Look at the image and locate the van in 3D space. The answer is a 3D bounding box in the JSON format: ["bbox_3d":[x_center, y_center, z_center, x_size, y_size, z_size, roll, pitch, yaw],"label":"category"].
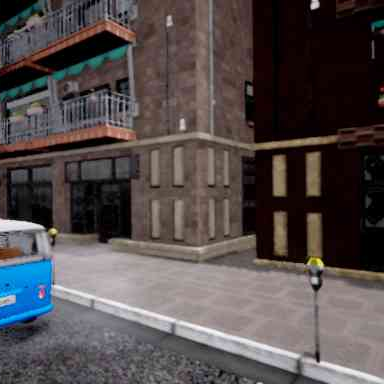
[{"bbox_3d":[-4.171,1.327,5.868,3.998,1.788,1.690,0,-1,36],"label":"van"}]
